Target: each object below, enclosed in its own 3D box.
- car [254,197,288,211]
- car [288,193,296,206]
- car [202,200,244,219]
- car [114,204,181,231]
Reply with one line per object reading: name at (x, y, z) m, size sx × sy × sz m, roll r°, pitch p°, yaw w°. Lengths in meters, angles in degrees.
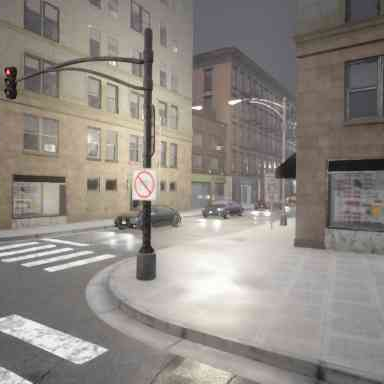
car at (7.991, 1.191, 34.481) m, size 1.994 × 1.385 × 4.181 m, roll 1°, pitch 1°, yaw 34°
car at (13.713, 0.870, 42.991) m, size 2.097 × 1.767 × 4.553 m, roll 1°, pitch 1°, yaw 34°
car at (2.493, 1.296, 26.254) m, size 1.994 × 1.385 × 4.181 m, roll 1°, pitch 1°, yaw 34°
car at (-2.421, 1.388, 18.887) m, size 1.994 × 1.385 × 4.181 m, roll 1°, pitch 1°, yaw 34°
